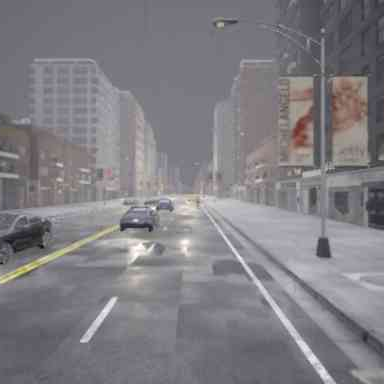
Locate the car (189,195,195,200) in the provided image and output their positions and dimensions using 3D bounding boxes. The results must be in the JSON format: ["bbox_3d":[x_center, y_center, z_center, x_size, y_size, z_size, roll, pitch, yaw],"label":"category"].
[{"bbox_3d":[0.000,1.483,92.643,1.837,1.490,4.892,0,0,0],"label":"car"}]

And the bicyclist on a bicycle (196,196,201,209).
[{"bbox_3d":[0.889,1.435,45.257,0.866,1.612,1.509,0,0,0],"label":"bicyclist on a bicycle"}]

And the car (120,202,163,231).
[{"bbox_3d":[-3.151,1.563,20.625,1.994,1.385,4.181,0,0,0],"label":"car"}]

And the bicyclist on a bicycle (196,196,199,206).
[{"bbox_3d":[0.894,1.452,53.453,0.582,1.620,1.656,0,0,0],"label":"bicyclist on a bicycle"}]

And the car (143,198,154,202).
[{"bbox_3d":[-6.546,1.599,53.069,1.895,1.301,4.718,0,0,1],"label":"car"}]

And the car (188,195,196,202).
[{"bbox_3d":[0.000,1.479,78.806,1.882,1.535,5.008,0,0,0],"label":"car"}]

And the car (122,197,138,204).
[{"bbox_3d":[-9.800,1.562,53.115,1.994,1.385,4.181,0,0,1],"label":"car"}]

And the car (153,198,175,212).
[{"bbox_3d":[-3.148,1.524,39.291,1.812,1.442,4.674,0,0,0],"label":"car"}]

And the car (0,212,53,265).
[{"bbox_3d":[-6.597,1.491,11.698,2.128,1.511,4.902,0,0,0],"label":"car"}]
